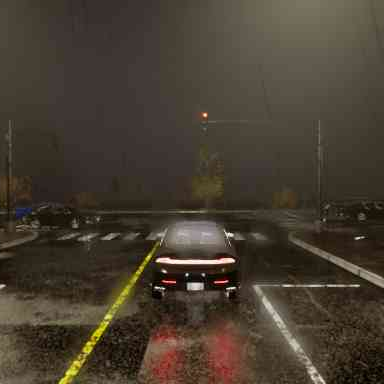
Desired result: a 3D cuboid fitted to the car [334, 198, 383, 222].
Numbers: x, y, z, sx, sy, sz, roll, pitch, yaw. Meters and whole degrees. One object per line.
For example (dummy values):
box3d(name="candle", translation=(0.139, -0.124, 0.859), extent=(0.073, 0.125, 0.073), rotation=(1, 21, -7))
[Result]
box3d(name="car", translation=(13.745, 1.424, 25.118), extent=(4.892, 1.490, 1.837), rotation=(0, 1, 1))

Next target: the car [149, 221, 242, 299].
box3d(name="car", translation=(0.083, 1.489, 8.425), extent=(2.128, 1.511, 4.902), rotation=(0, 0, 1))

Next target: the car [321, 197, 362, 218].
box3d(name="car", translation=(13.144, 1.232, 28.529), extent=(4.553, 1.767, 2.097), rotation=(0, 1, -1))

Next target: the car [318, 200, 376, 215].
box3d(name="car", translation=(14.749, 1.430, 31.811), extent=(4.718, 1.301, 1.895), rotation=(0, 1, -2))

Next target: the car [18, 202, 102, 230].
box3d(name="car", translation=(-8.145, 1.555, 21.167), extent=(4.892, 1.490, 1.837), rotation=(-2, -1, 15))

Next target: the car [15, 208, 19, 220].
box3d(name="car", translation=(-10.782, 1.535, 25.351), extent=(5.008, 1.535, 1.882), rotation=(-1, 0, 1))
